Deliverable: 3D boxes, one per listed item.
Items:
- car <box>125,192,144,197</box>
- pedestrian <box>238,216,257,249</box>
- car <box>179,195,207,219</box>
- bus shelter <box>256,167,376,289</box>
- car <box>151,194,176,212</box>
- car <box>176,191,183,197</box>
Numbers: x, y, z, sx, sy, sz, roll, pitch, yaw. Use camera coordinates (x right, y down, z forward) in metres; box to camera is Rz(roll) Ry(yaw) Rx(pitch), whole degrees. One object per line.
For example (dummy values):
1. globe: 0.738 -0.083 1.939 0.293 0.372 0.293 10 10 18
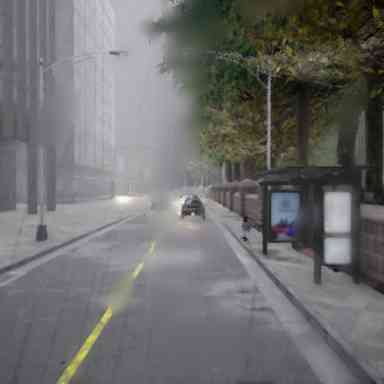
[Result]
1. car: -14.917 0.574 86.010 4.829 1.417 1.752 1 0 0
2. pedestrian: 1.910 1.047 11.601 0.375 1.860 0.375 0 1 -15
3. car: 0.076 1.270 26.033 1.837 1.490 4.892 0 1 0
4. bus shelter: 3.139 0.789 9.362 1.920 2.740 3.880 0 1 0
5. car: -3.089 1.234 34.617 2.033 1.411 5.357 0 1 0
6. car: -2.986 0.598 76.872 1.812 1.442 4.674 0 1 0
